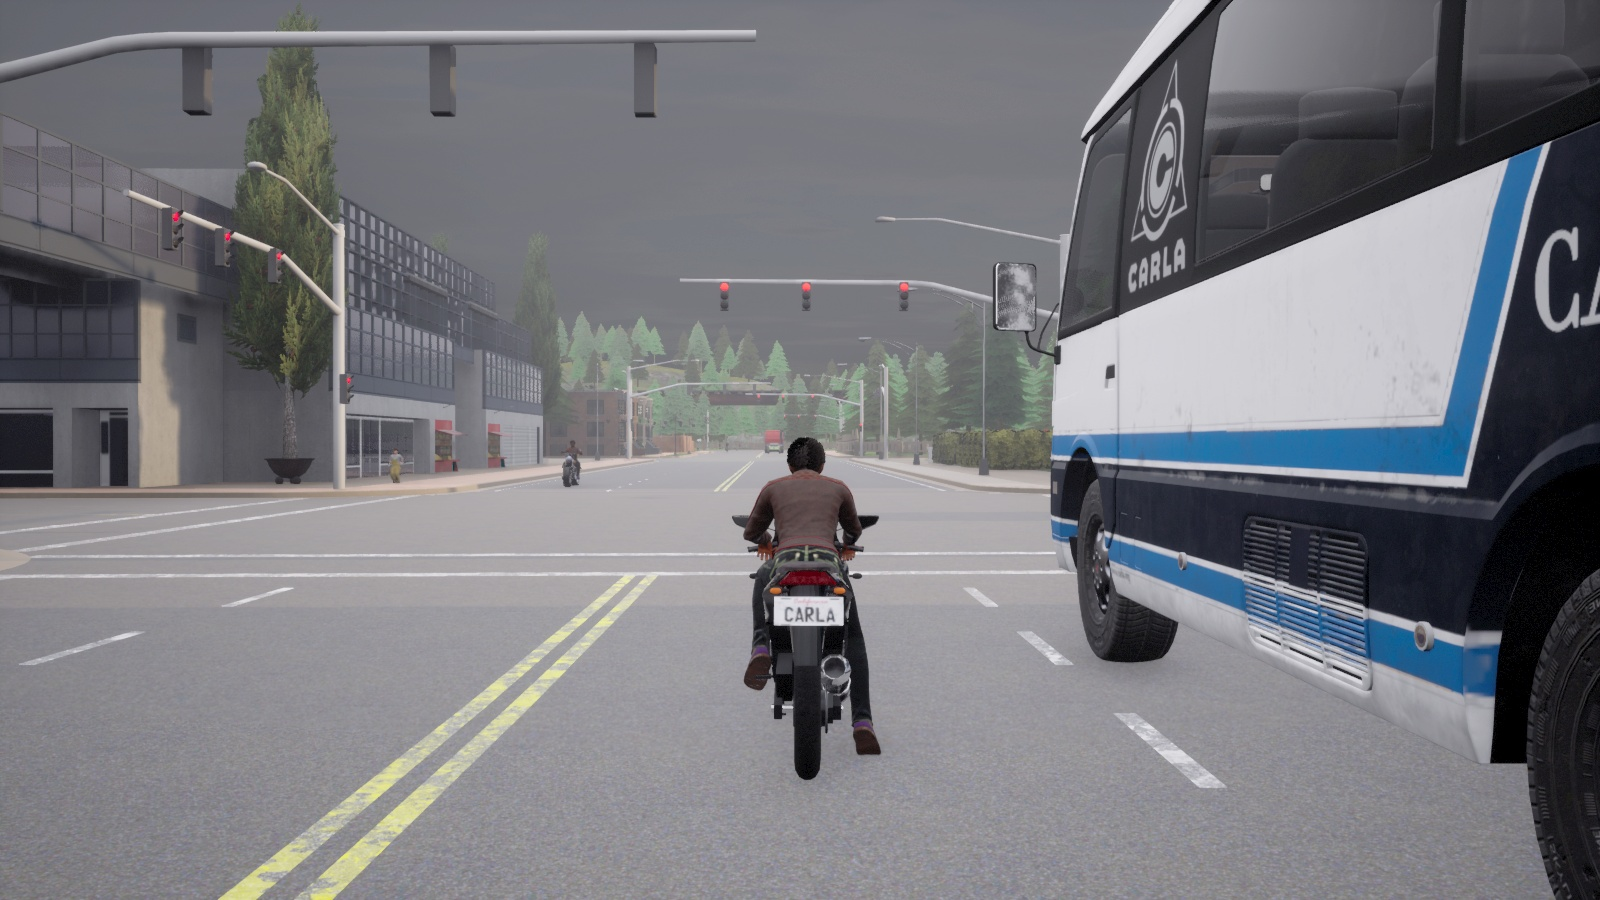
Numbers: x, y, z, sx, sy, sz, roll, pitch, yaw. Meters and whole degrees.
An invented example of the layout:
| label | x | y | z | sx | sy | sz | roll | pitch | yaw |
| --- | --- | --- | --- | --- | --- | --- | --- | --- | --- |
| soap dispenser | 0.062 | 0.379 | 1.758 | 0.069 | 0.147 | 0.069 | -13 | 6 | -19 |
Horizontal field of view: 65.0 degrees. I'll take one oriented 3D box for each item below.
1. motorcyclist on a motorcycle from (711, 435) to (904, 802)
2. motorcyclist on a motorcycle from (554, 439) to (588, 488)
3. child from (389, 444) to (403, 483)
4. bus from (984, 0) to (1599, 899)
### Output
| label | x | y | z | sx | sy | sz | roll | pitch | yaw |
| --- | --- | --- | --- | --- | --- | --- | --- | --- | --- |
| motorcyclist on a motorcycle | 0.030 | 0.693 | 6.236 | 0.797 | 1.523 | 2.044 | 0 | 0 | 0 |
| motorcyclist on a motorcycle | -7.852 | 0.446 | 43.155 | 0.766 | 1.649 | 2.350 | 0 | 0 | -1 |
| child | -13.227 | 0.442 | 41.096 | 0.270 | 1.263 | 0.437 | 0 | 0 | 5 |
| bus | 3.533 | -0.659 | 5.564 | 3.944 | 4.253 | 10.273 | 0 | 0 | 0 |
